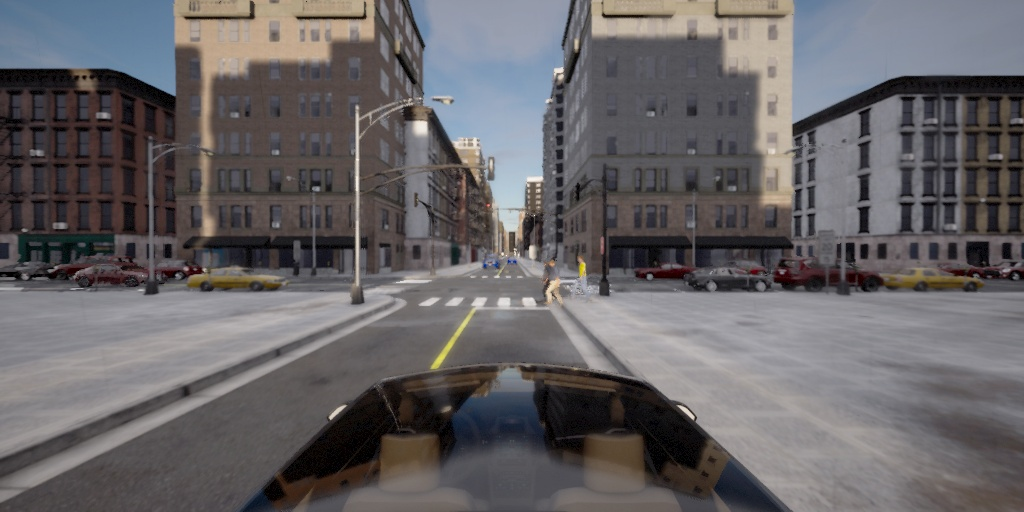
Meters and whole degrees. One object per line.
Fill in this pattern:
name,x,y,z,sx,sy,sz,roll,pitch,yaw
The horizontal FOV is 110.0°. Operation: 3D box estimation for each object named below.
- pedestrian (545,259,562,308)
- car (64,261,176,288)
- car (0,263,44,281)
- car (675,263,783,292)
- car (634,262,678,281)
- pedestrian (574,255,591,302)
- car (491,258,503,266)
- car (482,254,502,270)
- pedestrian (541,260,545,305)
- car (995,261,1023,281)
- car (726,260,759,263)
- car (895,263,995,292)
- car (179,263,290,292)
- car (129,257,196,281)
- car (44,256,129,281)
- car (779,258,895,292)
pedestrian,1.541,0.994,13.270,0.375,1.860,0.375,0,1,0
car,-24.172,1.191,22.222,4.674,1.442,1.812,0,1,0
car,-37.721,1.179,27.736,4.313,1.339,1.948,0,0,0
car,11.765,1.249,19.665,4.403,1.370,2.007,0,0,0
car,11.773,1.171,27.690,4.507,1.381,1.888,0,0,0
pedestrian,2.724,0.841,13.869,0.375,1.860,0.375,0,1,0
car,-2.763,1.060,65.304,1.994,1.385,4.181,0,0,0
car,-2.811,0.781,49.235,2.150,2.045,5.566,0,0,0
pedestrian,1.448,0.989,14.471,0.375,1.860,0.375,0,1,0
car,38.819,1.075,27.665,4.097,1.591,1.967,0,0,0
car,17.182,1.067,27.685,4.097,1.591,1.967,0,0,0
car,22.754,1.228,19.655,4.829,1.417,1.751,0,0,0
car,-14.911,1.216,19.690,4.829,1.417,1.751,0,0,0
car,-26.397,1.055,27.726,4.097,1.591,1.967,0,0,0
car,-32.059,0.929,27.731,5.009,1.841,2.192,0,0,0
car,17.174,1.015,19.660,5.009,1.841,2.192,0,0,0
